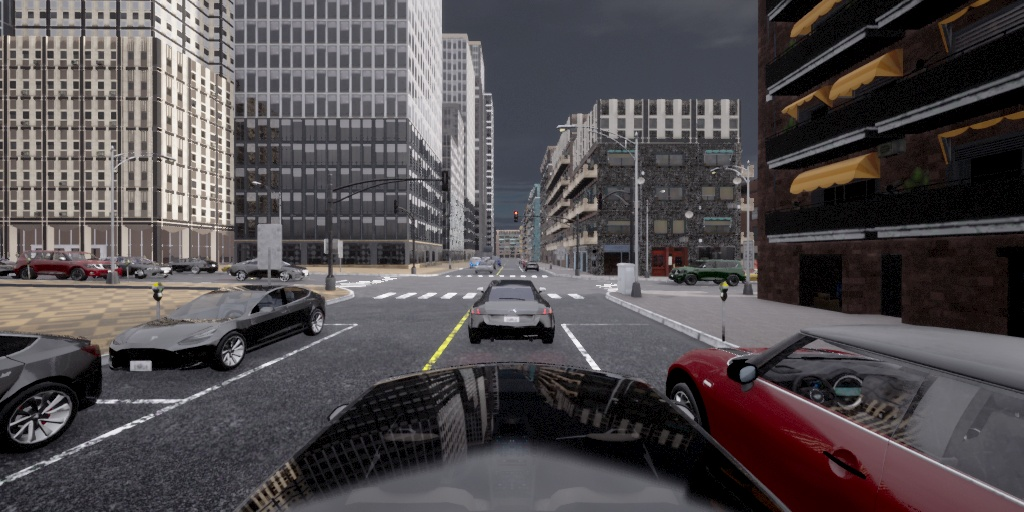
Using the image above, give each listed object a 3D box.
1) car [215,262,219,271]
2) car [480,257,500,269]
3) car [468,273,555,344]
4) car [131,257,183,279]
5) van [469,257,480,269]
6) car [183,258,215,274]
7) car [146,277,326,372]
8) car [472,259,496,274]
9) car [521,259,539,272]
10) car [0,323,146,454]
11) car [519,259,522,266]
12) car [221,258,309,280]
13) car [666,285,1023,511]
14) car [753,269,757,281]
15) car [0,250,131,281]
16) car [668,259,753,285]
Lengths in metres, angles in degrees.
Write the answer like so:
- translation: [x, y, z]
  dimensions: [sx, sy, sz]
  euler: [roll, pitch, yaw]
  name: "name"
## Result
- translation: [-22.117, 0.880, 30.739]
  dimensions: [4.829, 1.417, 1.751]
  euler: [0, 0, -1]
  name: "car"
- translation: [-3.224, 1.261, 52.654]
  dimensions: [1.837, 1.490, 4.892]
  euler: [0, 0, 0]
  name: "car"
- translation: [-0.015, 1.314, 9.616]
  dimensions: [1.994, 1.385, 4.181]
  euler: [0, 0, 0]
  name: "car"
- translation: [-26.360, 0.780, 24.802]
  dimensions: [4.902, 1.511, 2.128]
  euler: [1, 0, -1]
  name: "car"
- translation: [-5.833, 1.097, 57.295]
  dimensions: [1.690, 1.789, 3.998]
  euler: [0, 0, 0]
  name: "van"
- translation: [-27.561, 0.816, 30.575]
  dimensions: [4.313, 1.339, 1.948]
  euler: [0, 0, -1]
  name: "car"
- translation: [-5.702, 1.315, 7.684]
  dimensions: [1.948, 1.339, 4.313]
  euler: [0, 0, 0]
  name: "car"
- translation: [-3.202, 1.353, 41.929]
  dimensions: [1.895, 1.301, 4.718]
  euler: [0, 0, 0]
  name: "car"
- translation: [2.575, 1.319, 47.351]
  dimensions: [1.948, 1.339, 4.313]
  euler: [0, 0, 0]
  name: "car"
- translation: [-5.688, 1.316, 2.437]
  dimensions: [1.948, 1.339, 4.313]
  euler: [0, 0, 0]
  name: "car"
- translation: [2.548, 1.301, 57.318]
  dimensions: [1.888, 1.381, 4.507]
  euler: [0, 0, 0]
  name: "car"
- translation: [-16.787, 0.959, 24.939]
  dimensions: [4.902, 1.511, 2.128]
  euler: [1, 0, -1]
  name: "car"
- translation: [2.693, 1.190, 2.460]
  dimensions: [1.967, 1.591, 4.097]
  euler: [0, 0, 0]
  name: "car"
- translation: [21.291, 1.698, 31.256]
  dimensions: [4.829, 1.417, 1.751]
  euler: [0, 0, -1]
  name: "car"
- translation: [-27.436, 0.591, 22.195]
  dimensions: [5.009, 1.841, 2.192]
  euler: [0, 0, -1]
  name: "car"
- translation: [15.514, 1.290, 28.581]
  dimensions: [5.566, 2.045, 2.150]
  euler: [1, 0, -1]
  name: "car"
